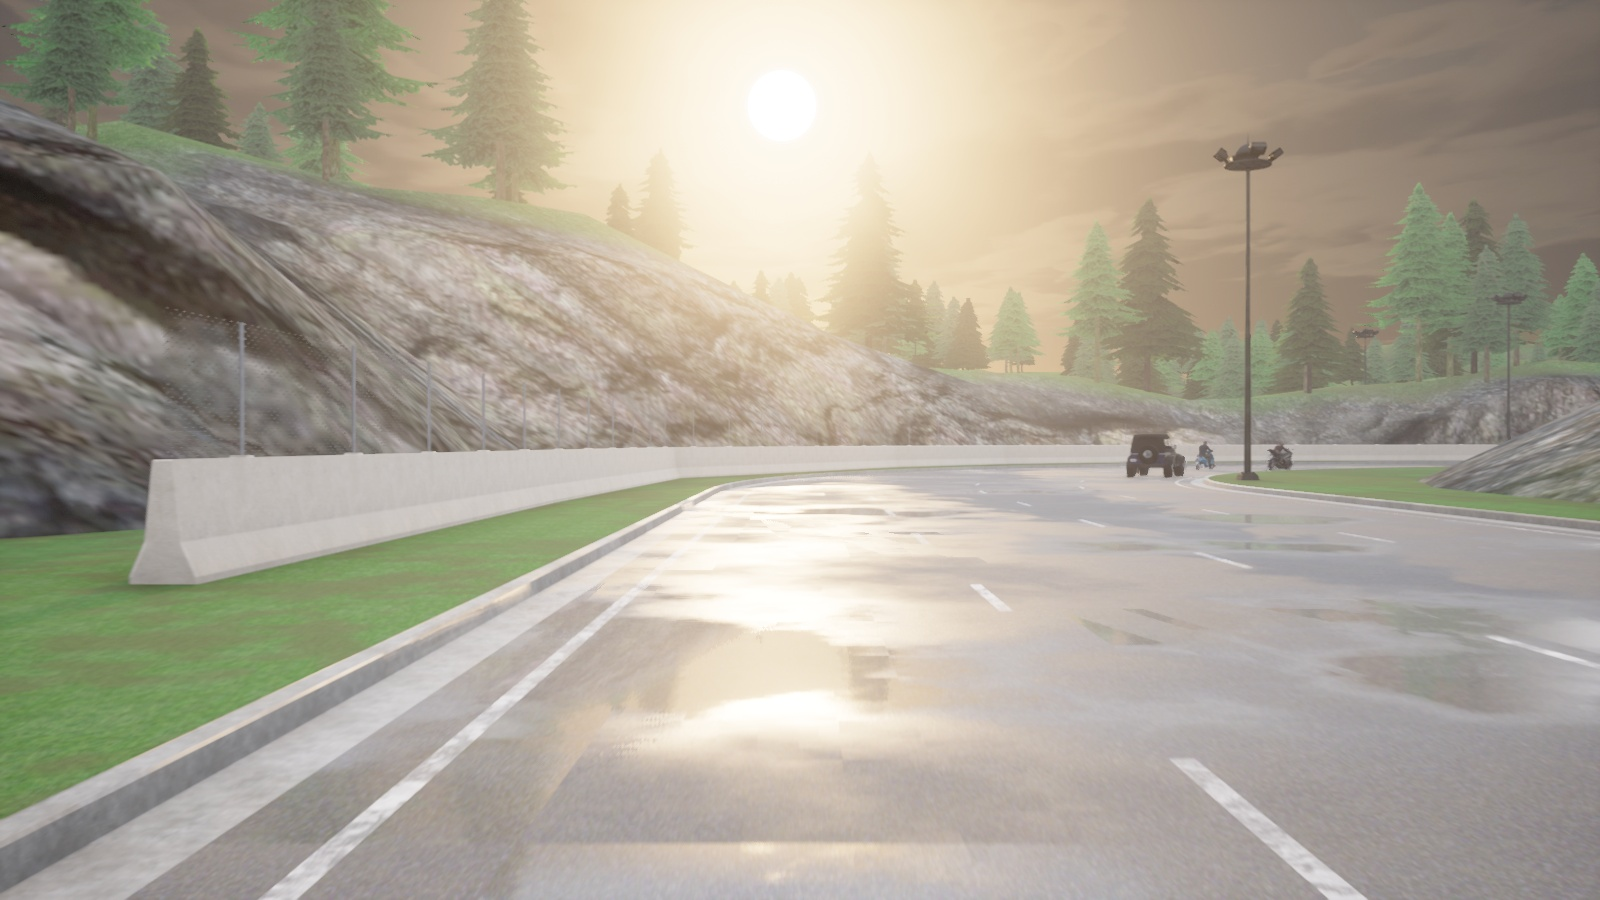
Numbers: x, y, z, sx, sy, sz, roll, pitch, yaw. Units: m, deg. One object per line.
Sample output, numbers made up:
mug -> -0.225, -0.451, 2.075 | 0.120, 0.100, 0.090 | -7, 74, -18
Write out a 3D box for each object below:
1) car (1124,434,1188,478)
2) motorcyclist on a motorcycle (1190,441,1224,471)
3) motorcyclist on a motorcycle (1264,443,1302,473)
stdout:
car -> 15.535, 0.246, 54.692 | 1.905, 1.878, 3.866 | 0, 0, 28
motorcyclist on a motorcycle -> 22.032, 0.334, 67.970 | 1.817, 1.590, 0.866 | 0, 2, -41
motorcyclist on a motorcycle -> 25.558, 0.427, 66.480 | 2.191, 1.530, 0.866 | 0, 2, -38
